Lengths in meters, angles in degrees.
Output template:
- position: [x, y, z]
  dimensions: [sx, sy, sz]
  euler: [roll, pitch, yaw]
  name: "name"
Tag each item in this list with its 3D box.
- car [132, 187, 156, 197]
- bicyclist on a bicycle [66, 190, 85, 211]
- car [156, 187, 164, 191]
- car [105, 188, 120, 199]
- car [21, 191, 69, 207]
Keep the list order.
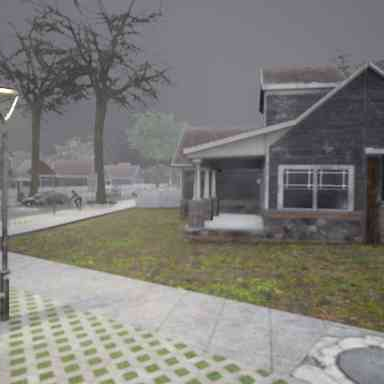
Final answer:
- position: [-7.525, 0.018, 51.149]
  dimensions: [1.895, 1.301, 4.718]
  euler: [1, 2, 11]
  name: "car"
- position: [-9.122, 0.680, 25.959]
  dimensions: [1.656, 1.620, 0.582]
  euler: [1, 2, 10]
  name: "bicyclist on a bicycle"
- position: [-5.781, -0.311, 61.001]
  dimensions: [1.895, 1.301, 4.718]
  euler: [1, 2, 10]
  name: "car"
- position: [-11.487, 0.146, 45.513]
  dimensions: [1.994, 1.385, 4.181]
  euler: [1, 2, 11]
  name: "car"
- position: [-13.967, 0.626, 32.074]
  dimensions: [2.033, 1.411, 5.357]
  euler: [1, 2, 10]
  name: "car"
